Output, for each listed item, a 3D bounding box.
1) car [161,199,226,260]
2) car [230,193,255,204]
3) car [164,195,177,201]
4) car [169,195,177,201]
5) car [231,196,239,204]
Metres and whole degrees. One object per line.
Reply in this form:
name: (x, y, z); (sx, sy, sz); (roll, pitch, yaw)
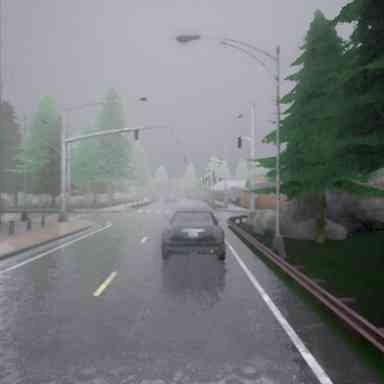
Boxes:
car: (0.062, 1.335, 12.566); (2.097, 1.767, 4.553); (0, 0, 1)
car: (8.433, 1.058, 55.870); (3.866, 1.878, 1.905); (0, 0, -1)
car: (-4.092, 1.435, 62.660); (1.994, 1.385, 4.181); (0, 0, 0)
car: (-4.474, 1.366, 78.257); (1.812, 1.442, 4.674); (0, 0, -4)
car: (8.848, 1.060, 53.360); (4.605, 1.855, 1.932); (0, 0, -1)
